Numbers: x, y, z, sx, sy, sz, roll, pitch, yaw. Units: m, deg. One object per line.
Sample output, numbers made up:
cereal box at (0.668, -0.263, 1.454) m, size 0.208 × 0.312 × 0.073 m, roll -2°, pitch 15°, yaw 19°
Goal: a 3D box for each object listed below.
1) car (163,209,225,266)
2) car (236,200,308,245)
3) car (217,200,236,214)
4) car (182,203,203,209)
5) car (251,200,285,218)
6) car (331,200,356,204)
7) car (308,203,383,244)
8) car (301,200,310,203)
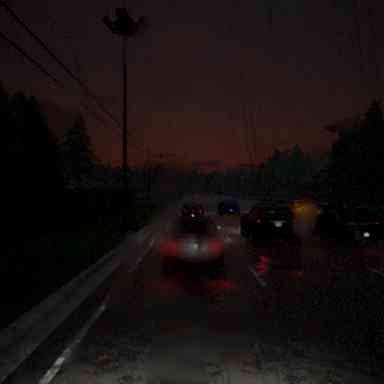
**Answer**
car at (0.063, 1.560, 11.554) m, size 2.033 × 1.411 × 5.357 m, roll 0°, pitch 0°, yaw 0°
car at (3.579, 1.370, 15.868) m, size 2.097 × 1.767 × 4.553 m, roll 0°, pitch 0°, yaw 0°
car at (3.582, 1.512, 33.008) m, size 1.882 × 1.535 × 5.008 m, roll 0°, pitch 0°, yaw 0°
car at (0.075, 1.632, 29.796) m, size 1.895 × 1.301 × 4.718 m, roll 0°, pitch 0°, yaw 0°
car at (7.078, 1.525, 31.428) m, size 2.128 × 1.511 × 4.902 m, roll 0°, pitch 0°, yaw 0°
car at (14.078, 1.525, 31.422) m, size 2.128 × 1.511 × 4.902 m, roll 0°, pitch 0°, yaw 0°
car at (7.080, 1.509, 15.892) m, size 2.128 × 1.511 × 4.902 m, roll 0°, pitch 0°, yaw 0°
car at (10.582, 1.513, 33.010) m, size 1.882 × 1.535 × 5.008 m, roll 0°, pitch 0°, yaw 0°
